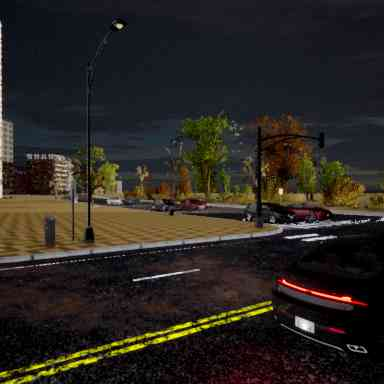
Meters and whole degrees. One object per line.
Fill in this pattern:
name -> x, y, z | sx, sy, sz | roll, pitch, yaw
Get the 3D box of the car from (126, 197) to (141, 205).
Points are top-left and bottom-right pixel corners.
car -> -10.987, 1.665, 60.466 | 2.033, 1.411, 5.357 | 0, 0, -30

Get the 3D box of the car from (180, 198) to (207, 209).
car -> 0.203, 1.640, 47.996 | 1.994, 1.385, 4.181 | 0, 0, -31

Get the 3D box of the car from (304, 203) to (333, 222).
car -> 9.237, 1.599, 27.045 | 1.994, 1.385, 4.181 | 0, 0, -35

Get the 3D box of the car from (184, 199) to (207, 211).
car -> 0.031, 1.603, 41.636 | 1.812, 1.442, 4.674 | 0, 0, -31

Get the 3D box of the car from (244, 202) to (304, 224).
car -> 5.882, 1.555, 25.417 | 1.837, 1.490, 4.892 | 0, 0, -27

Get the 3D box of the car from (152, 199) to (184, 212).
car -> -3.322, 1.596, 40.896 | 1.837, 1.490, 4.892 | 0, 0, -31

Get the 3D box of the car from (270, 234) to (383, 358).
car -> 3.490, 1.504, 5.758 | 4.892, 1.490, 1.837 | 0, 0, -34

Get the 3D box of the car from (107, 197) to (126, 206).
car -> -13.774, 1.661, 58.790 | 1.812, 1.442, 4.674 | 0, 0, -30
